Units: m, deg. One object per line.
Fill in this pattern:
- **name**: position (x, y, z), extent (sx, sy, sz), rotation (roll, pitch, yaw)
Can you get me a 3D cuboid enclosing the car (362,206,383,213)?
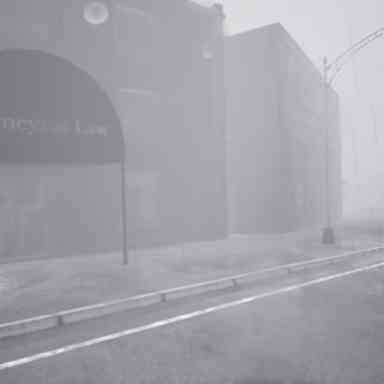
- **car**: position (31.553, 3.103, 57.887), extent (1.895, 1.301, 4.718), rotation (-2, -3, 0)
